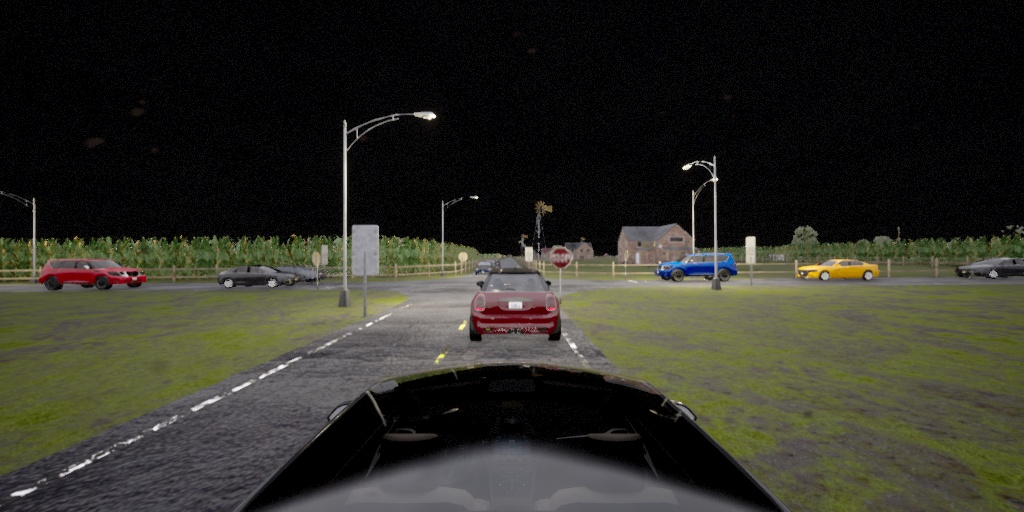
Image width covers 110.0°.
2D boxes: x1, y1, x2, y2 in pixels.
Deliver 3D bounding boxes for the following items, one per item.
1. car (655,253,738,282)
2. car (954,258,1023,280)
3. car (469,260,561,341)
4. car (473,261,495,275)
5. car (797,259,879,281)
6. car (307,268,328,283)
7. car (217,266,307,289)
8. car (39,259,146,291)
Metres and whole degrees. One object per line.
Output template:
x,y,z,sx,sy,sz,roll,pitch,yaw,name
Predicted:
13.564,0.830,26.519,5.566,2.045,2.150,-1,0,0,car
35.508,0.919,26.207,4.892,1.490,1.837,0,0,1,car
0.058,1.097,9.981,2.097,1.767,4.553,0,0,-1,car
-2.970,1.287,39.595,2.033,1.411,5.357,0,0,0,car
23.871,0.994,26.376,5.008,1.535,1.882,-1,0,1,car
-16.954,1.431,27.064,5.357,1.411,2.033,-1,0,-1,car
-16.857,1.380,23.994,4.892,1.490,1.837,-1,0,1,car
-28.141,1.198,24.144,5.566,2.045,2.150,-1,0,1,car
